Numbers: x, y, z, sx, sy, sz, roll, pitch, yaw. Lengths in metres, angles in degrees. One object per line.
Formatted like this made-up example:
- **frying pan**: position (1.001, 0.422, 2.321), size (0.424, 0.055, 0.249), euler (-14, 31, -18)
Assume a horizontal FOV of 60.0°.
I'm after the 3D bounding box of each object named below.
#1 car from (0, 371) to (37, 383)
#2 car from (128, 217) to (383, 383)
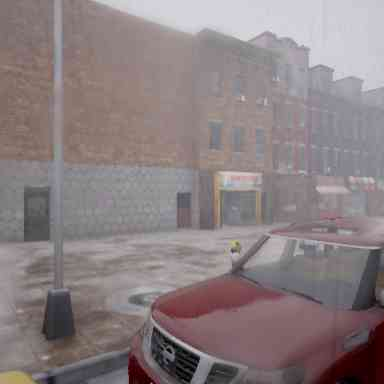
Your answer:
- **car**: position (-2.791, 1.524, 0.821), size (4.829, 1.417, 1.752), euler (0, 0, -35)
- **car**: position (1.785, 1.314, 4.086), size (5.009, 1.841, 2.192), euler (0, 0, -35)
